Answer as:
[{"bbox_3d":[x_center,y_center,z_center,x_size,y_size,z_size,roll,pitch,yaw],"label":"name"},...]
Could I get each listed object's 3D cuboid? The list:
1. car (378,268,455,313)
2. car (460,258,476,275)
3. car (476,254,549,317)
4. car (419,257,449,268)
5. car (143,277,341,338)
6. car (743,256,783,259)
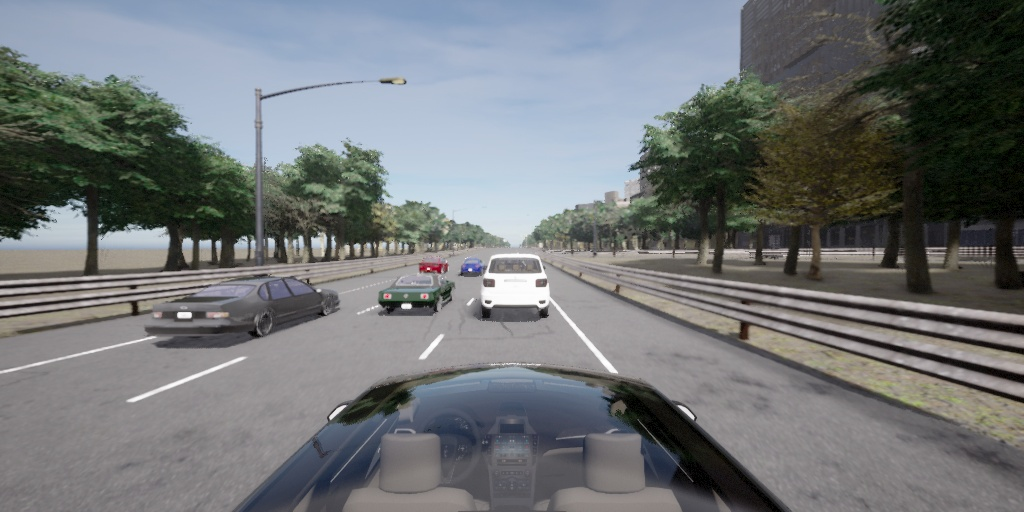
[{"bbox_3d":[-3.402,1.311,13.824,1.895,1.301,4.718,0,1,0],"label":"car"},{"bbox_3d":[-3.405,0.888,31.618,1.812,1.442,4.674,0,2,0],"label":"car"},{"bbox_3d":[0.097,0.938,13.168,2.150,2.045,5.566,0,1,0],"label":"car"},{"bbox_3d":[-6.903,0.825,32.102,1.882,1.535,5.008,0,2,0],"label":"car"},{"bbox_3d":[-6.901,1.283,10.067,2.033,1.411,5.357,0,0,0],"label":"car"},{"bbox_3d":[33.928,-0.347,48.363,1.812,1.442,4.674,-1,1,-40],"label":"car"}]
